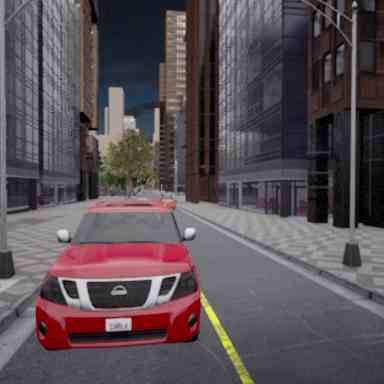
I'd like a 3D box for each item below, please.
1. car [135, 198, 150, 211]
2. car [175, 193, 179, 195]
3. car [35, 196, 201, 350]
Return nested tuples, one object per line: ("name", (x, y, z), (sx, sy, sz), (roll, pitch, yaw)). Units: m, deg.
("car", (-6.172, 1.475, 41.763), (1.812, 1.442, 4.674), (0, 0, -8))
("car", (-3.345, 1.298, 43.927), (2.097, 1.767, 4.553), (0, 0, -8))
("car", (-1.235, 1.218, 6.681), (2.150, 2.045, 5.566), (0, 0, -8))
